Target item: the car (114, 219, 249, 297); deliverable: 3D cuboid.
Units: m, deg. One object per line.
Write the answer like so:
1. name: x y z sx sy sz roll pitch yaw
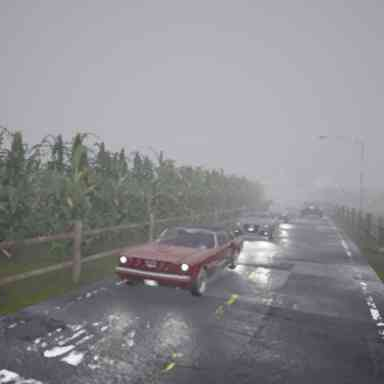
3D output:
1. car: -0.026 1.589 8.897 1.895 1.301 4.718 2 0 22

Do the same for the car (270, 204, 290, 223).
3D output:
1. car: 7.294 1.749 28.319 1.812 1.442 4.674 2 0 20

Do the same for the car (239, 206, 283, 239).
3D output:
1. car: 3.585 1.669 18.157 1.994 1.385 4.181 2 0 20

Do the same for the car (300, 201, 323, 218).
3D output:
1. car: 13.042 1.767 36.291 2.097 1.767 4.553 2 0 18

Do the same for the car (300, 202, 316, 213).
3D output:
1. car: 16.527 2.122 47.642 1.895 1.301 4.718 2 0 17
